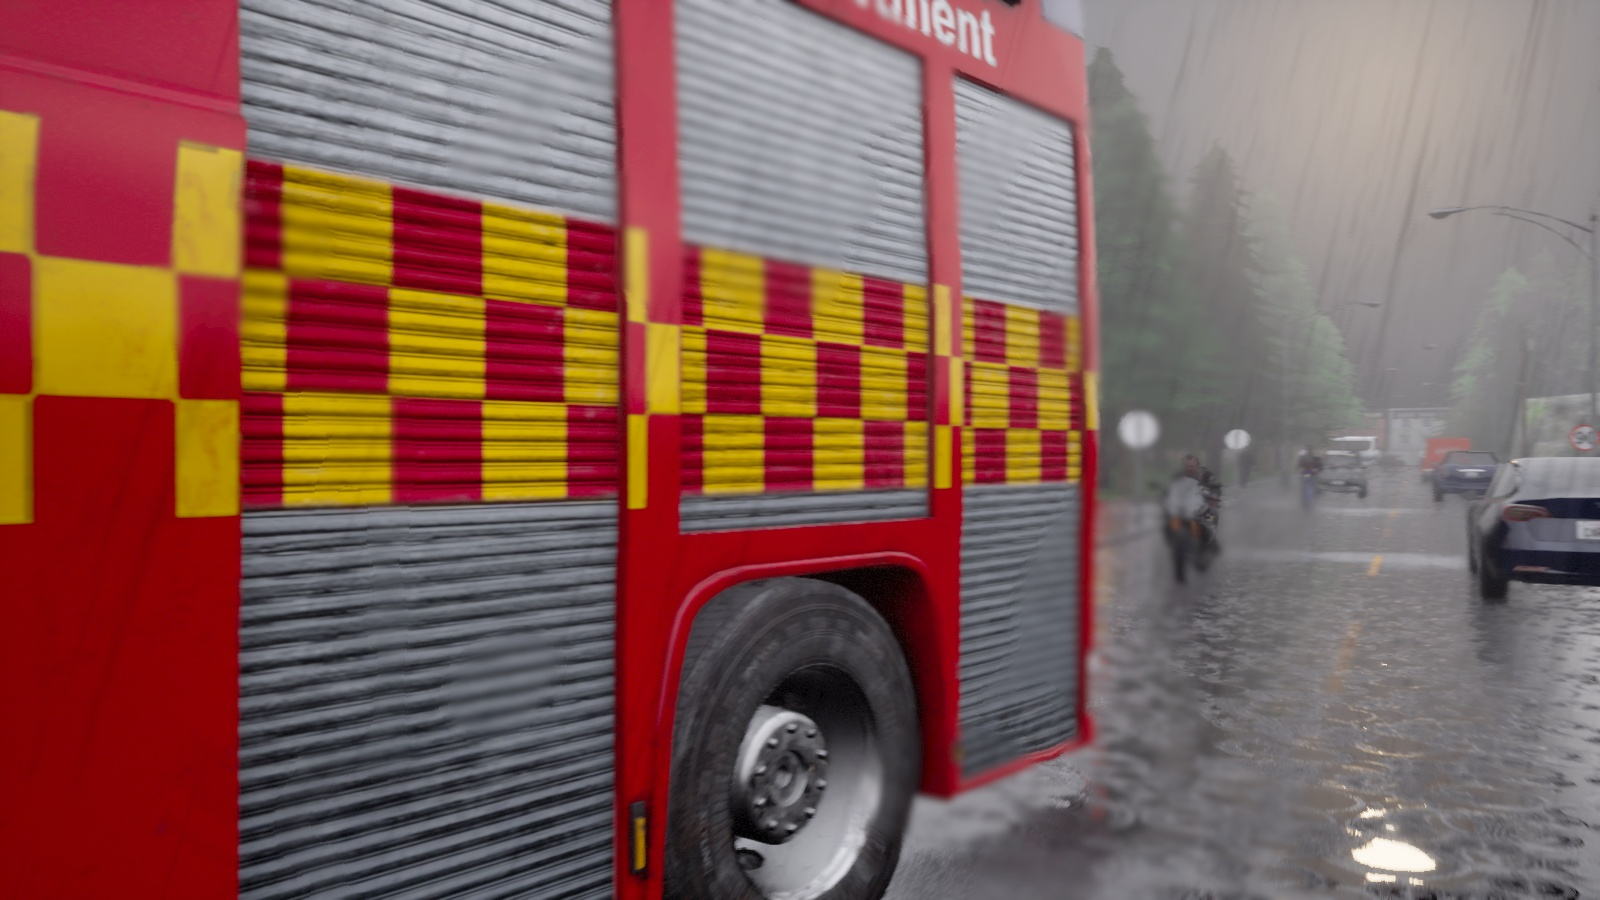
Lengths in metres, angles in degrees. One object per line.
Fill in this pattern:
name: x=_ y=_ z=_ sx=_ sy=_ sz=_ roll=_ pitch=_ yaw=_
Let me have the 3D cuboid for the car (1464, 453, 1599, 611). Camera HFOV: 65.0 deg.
car: x=8.684 y=0.778 z=13.971 sx=2.163 sy=1.488 sz=4.792 roll=0 pitch=0 yaw=26

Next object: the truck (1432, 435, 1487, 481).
truck: x=36.814 y=0.455 z=70.238 sx=2.627 sy=2.467 sz=5.204 roll=0 pitch=0 yaw=27

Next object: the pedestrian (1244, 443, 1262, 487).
pedestrian: x=18.916 y=0.632 z=52.468 sx=0.634 sy=1.844 sz=0.899 roll=0 pitch=0 yaw=17

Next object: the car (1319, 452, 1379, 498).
car: x=19.800 y=0.857 z=45.195 sx=1.789 sy=1.549 sz=3.705 roll=0 pitch=0 yaw=27

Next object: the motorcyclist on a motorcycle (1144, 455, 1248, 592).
motorcyclist on a motorcycle: x=4.836 y=0.833 z=15.224 sx=0.866 sy=1.530 sz=2.191 roll=0 pitch=0 yaw=27

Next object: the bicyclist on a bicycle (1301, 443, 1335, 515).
bicyclist on a bicycle: x=13.156 y=0.717 z=31.892 sx=0.659 sy=1.776 sz=1.843 roll=0 pitch=-1 yaw=27

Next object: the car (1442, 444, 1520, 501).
car: x=22.315 y=0.715 z=41.281 sx=2.097 sy=1.767 sz=4.553 roll=0 pitch=0 yaw=27

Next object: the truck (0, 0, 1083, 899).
truck: x=-2.832 y=-0.398 z=2.291 sx=2.891 sy=3.827 sz=8.468 roll=0 pitch=0 yaw=41
